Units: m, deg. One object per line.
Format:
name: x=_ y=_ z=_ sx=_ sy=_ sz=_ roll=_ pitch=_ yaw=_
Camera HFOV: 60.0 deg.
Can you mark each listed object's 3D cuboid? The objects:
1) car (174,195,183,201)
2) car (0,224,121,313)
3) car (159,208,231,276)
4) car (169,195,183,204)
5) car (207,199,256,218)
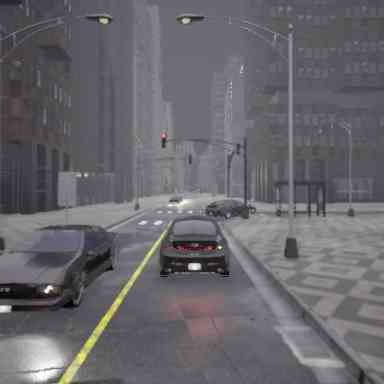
car: x=-3.018 y=1.366 z=74.556 sx=1.895 sy=1.301 sz=4.718 roll=0 pitch=0 yaw=0
car: x=-3.087 y=1.523 z=8.100 sx=2.033 sy=1.411 sz=5.357 roll=0 pitch=0 yaw=0
car: x=0.073 y=1.476 z=10.231 sx=1.837 sy=1.490 sz=4.892 roll=0 pitch=1 yaw=0
car: x=-3.060 y=1.424 z=59.155 sx=1.895 sy=1.301 sz=4.718 roll=0 pitch=0 yaw=1
car: x=3.239 y=1.372 z=27.100 sx=4.892 sy=1.490 sz=1.837 roll=-1 pitch=-3 yaw=-43
